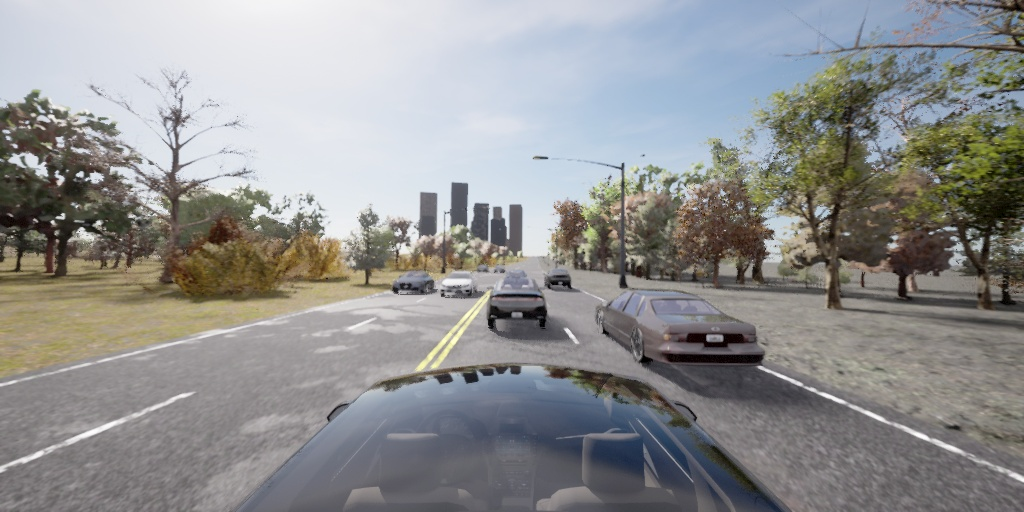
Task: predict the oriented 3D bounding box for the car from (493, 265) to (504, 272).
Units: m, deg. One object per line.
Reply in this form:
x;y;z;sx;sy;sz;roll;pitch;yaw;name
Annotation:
-2.143;2.273;62.744;2.128;1.511;4.902;0;-1;3;car

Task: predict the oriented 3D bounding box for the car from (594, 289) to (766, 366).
3.395;1.489;8.510;2.033;1.411;5.357;1;-1;0;car

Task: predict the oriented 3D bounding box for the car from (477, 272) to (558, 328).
0.158;1.492;12.541;2.128;1.511;4.902;1;-1;0;car

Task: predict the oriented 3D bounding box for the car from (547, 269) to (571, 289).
3.615;1.791;28.854;1.837;1.490;4.892;1;-1;1;car

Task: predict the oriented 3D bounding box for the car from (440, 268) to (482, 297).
-3.199;1.666;22.298;1.812;1.442;4.674;0;-1;1;car

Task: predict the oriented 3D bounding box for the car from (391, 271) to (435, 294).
-6.428;1.701;23.765;1.994;1.385;4.181;0;-1;1;car

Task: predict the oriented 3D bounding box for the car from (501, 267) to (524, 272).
0.361;1.792;29.327;1.994;1.385;4.181;1;-1;1;car
